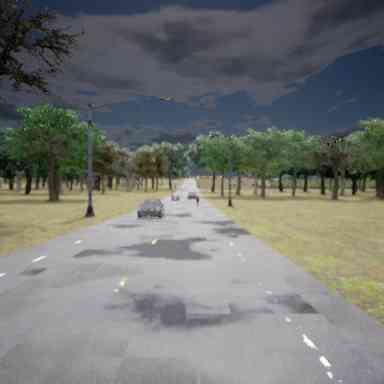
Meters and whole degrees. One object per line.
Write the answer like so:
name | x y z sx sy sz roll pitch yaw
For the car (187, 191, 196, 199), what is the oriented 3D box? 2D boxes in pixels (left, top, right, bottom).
car | -0.030 0.978 78.465 1.812 1.442 4.674 0 1 0

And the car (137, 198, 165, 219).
car | -3.606 1.385 29.840 2.097 1.767 4.553 0 0 0

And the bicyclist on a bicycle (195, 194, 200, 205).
bicyclist on a bicycle | 0.942 1.309 50.903 0.582 1.620 1.656 0 0 0

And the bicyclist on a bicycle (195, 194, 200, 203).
bicyclist on a bicycle | 0.930 1.194 60.917 0.866 1.612 1.509 0 0 0

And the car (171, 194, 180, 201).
car | -3.527 1.129 71.066 2.128 1.511 4.902 0 1 0

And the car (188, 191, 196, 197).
car | -0.035 0.494 92.349 2.128 1.511 4.902 0 2 0
